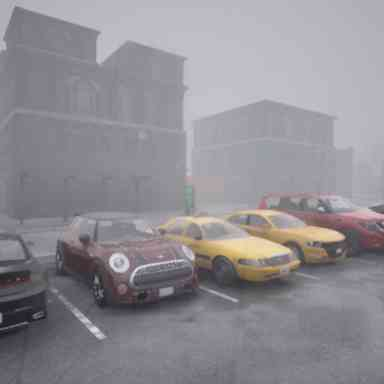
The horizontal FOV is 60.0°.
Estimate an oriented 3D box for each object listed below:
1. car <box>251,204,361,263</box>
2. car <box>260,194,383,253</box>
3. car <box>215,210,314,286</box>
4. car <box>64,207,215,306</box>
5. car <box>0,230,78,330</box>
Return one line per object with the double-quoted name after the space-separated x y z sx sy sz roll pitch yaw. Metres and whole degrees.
2.657 1.376 11.330 2.097 1.535 5.008 -1 0 -35 "car"
4.943 1.092 12.914 2.435 2.045 5.566 -1 0 -35 "car"
0.499 1.407 9.562 1.946 1.575 5.366 -1 0 -35 "car"
-1.794 1.316 8.198 2.185 1.767 4.553 -1 0 -35 "car"
-4.141 1.477 6.484 2.231 1.521 4.892 -1 0 -35 "car"
